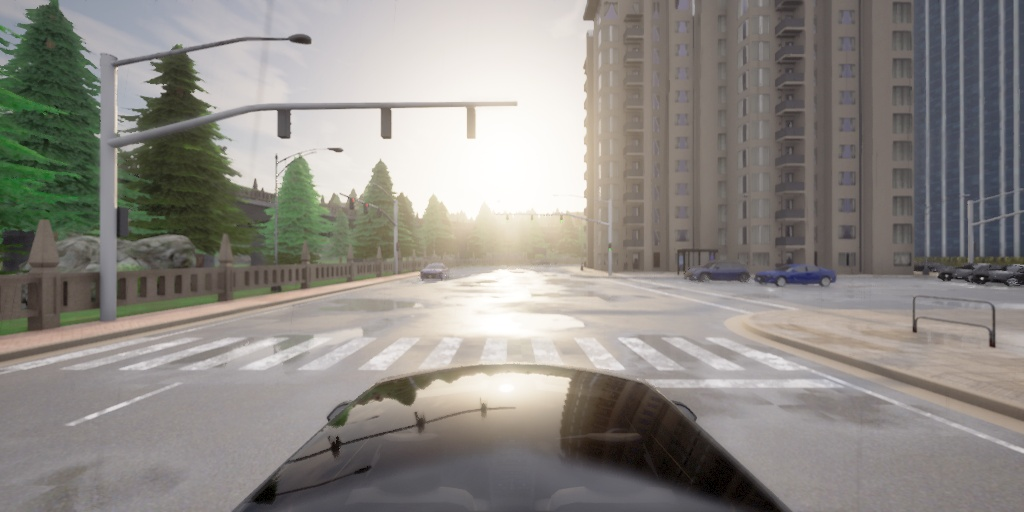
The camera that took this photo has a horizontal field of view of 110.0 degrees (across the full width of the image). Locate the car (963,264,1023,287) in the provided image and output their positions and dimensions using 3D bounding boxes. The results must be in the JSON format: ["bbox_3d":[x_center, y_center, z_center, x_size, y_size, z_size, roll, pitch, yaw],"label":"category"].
[{"bbox_3d":[35.912,1.391,25.557,4.892,1.490,1.837,0,0,0],"label":"car"}]

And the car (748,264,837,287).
[{"bbox_3d":[19.992,1.361,25.401,5.008,1.535,1.882,0,0,-1],"label":"car"}]

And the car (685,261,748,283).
[{"bbox_3d":[16.415,1.248,28.856,4.553,1.767,2.097,0,0,-1],"label":"car"}]

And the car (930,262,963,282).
[{"bbox_3d":[37.641,1.402,29.062,4.892,1.490,1.837,0,0,0],"label":"car"}]

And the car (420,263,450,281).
[{"bbox_3d":[-6.776,1.383,31.941,1.882,1.535,5.008,0,0,-1],"label":"car"}]
